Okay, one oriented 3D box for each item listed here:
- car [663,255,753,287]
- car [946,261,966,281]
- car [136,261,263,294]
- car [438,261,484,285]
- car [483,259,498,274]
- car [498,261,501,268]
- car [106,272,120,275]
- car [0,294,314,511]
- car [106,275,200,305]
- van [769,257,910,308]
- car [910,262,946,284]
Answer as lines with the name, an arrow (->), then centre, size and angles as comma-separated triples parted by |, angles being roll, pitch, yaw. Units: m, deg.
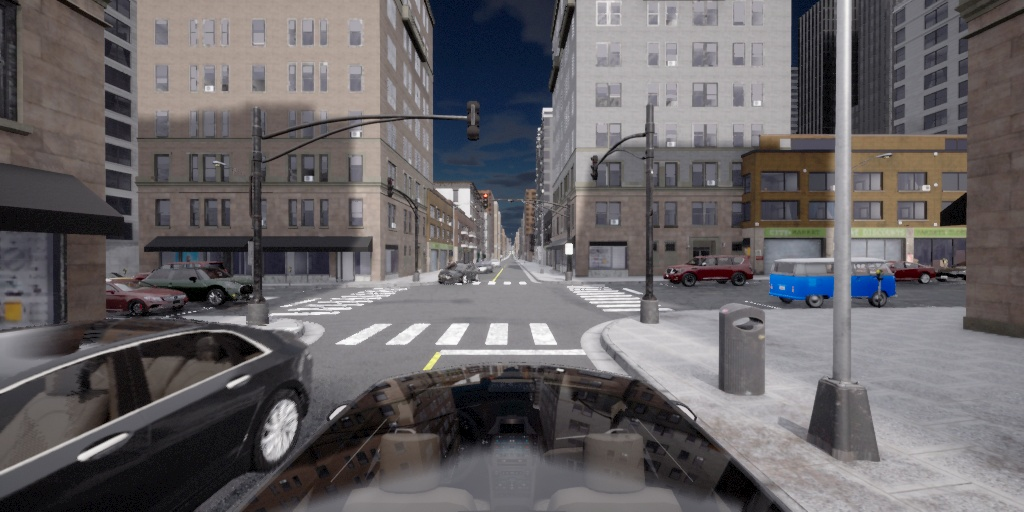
car -> 12.112, 0.872, 22.172 | 5.009, 1.841, 2.192 | 0, 0, 0
car -> 28.940, 0.916, 22.201 | 4.313, 1.339, 1.948 | 0, 0, 0
car -> -13.998, 1.270, 16.243 | 4.553, 1.767, 2.097 | -1, 0, 0
car -> -3.819, 1.256, 26.457 | 1.837, 1.490, 4.892 | 0, 0, 11
car -> -3.066, 1.253, 40.688 | 2.128, 1.511, 4.902 | 0, 0, 0
car -> -3.006, 1.317, 61.740 | 1.812, 1.442, 4.674 | 0, 0, 0
car -> -26.003, 1.552, 22.107 | 4.829, 1.417, 1.751 | 0, 0, 0
car -> -3.099, 1.255, 2.017 | 1.837, 1.490, 4.892 | 0, 0, 0
car -> -14.809, 1.528, 13.601 | 4.207, 1.307, 1.802 | 0, 0, 0
van -> 12.128, 0.957, 13.647 | 3.998, 1.789, 1.690 | 0, 0, 0
car -> 23.330, 0.964, 22.191 | 4.507, 1.381, 1.888 | 0, 0, 0
